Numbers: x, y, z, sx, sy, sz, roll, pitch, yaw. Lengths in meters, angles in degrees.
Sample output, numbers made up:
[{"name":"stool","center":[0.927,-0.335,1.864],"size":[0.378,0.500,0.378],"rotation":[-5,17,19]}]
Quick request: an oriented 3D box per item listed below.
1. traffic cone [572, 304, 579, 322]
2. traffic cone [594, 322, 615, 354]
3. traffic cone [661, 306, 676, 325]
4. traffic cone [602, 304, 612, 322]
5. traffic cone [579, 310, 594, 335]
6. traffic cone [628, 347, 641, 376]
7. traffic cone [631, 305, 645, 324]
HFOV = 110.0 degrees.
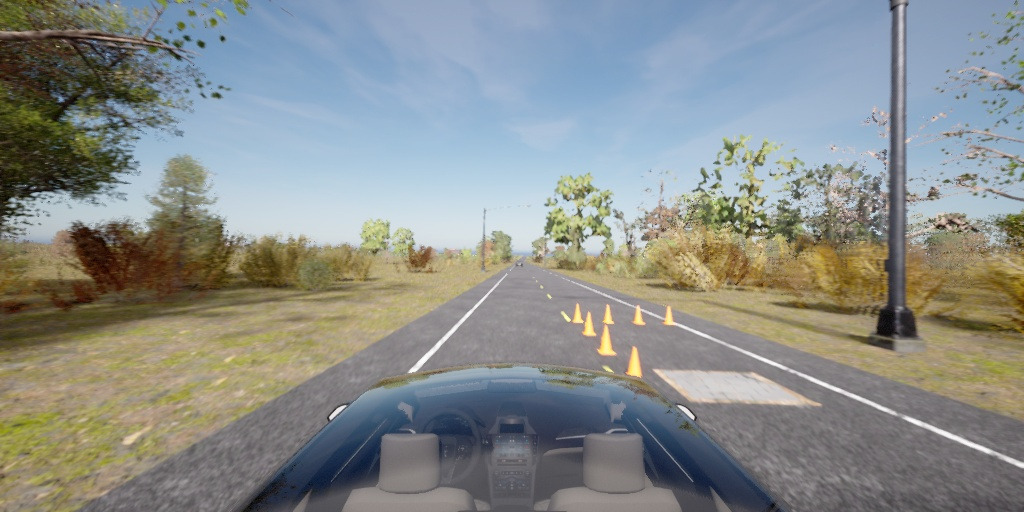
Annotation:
[{"name":"traffic cone","center":[2.173,1.879,11.922],"size":[0.340,0.580,0.340],"rotation":[0,0,1]},{"name":"traffic cone","center":[2.070,1.827,7.923],"size":[0.340,0.580,0.340],"rotation":[0,0,1]},{"name":"traffic cone","center":[5.171,1.942,11.844],"size":[0.340,0.580,0.340],"rotation":[0,0,1]},{"name":"traffic cone","center":[3.172,1.900,11.896],"size":[0.340,0.580,0.340],"rotation":[0,0,1]},{"name":"traffic cone","center":[2.122,1.853,9.923],"size":[0.340,0.580,0.340],"rotation":[0,0,1]},{"name":"traffic cone","center":[2.019,1.801,5.924],"size":[0.340,0.580,0.340],"rotation":[0,0,1]},{"name":"traffic cone","center":[4.171,1.921,11.870],"size":[0.340,0.580,0.340],"rotation":[0,0,1]}]
